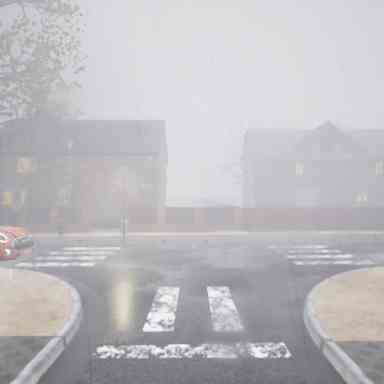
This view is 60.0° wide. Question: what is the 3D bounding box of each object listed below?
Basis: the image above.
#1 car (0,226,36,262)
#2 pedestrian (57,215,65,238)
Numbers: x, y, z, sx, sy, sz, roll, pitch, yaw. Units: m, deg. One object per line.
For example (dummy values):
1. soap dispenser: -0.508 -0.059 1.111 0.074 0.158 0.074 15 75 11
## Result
1. car: -7.770 1.467 11.183 4.553 1.767 2.097 -1 -2 1
2. pedestrian: -6.728 1.411 17.034 0.375 1.860 0.375 0 -1 1
